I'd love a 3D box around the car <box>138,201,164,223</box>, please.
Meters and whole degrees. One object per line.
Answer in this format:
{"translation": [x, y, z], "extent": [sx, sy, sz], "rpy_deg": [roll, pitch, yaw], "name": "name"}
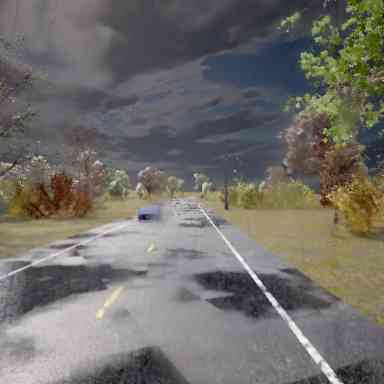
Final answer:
{"translation": [-3.699, 1.860, 30.066], "extent": [1.882, 1.535, 5.008], "rpy_deg": [0, -1, 0], "name": "car"}
